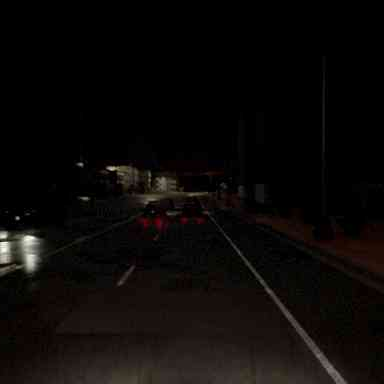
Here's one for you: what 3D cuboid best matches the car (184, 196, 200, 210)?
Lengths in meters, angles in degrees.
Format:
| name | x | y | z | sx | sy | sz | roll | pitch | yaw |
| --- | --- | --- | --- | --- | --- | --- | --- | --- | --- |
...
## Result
| name | x | y | z | sx | sy | sz | roll | pitch | yaw |
| --- | --- | --- | --- | --- | --- | --- | --- | --- | --- |
| car | 0.048 | 1.473 | 46.327 | 2.097 | 1.767 | 4.553 | 0 | 0 | 1 |

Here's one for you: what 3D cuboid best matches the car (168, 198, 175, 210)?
| name | x | y | z | sx | sy | sz | roll | pitch | yaw |
| --- | --- | --- | --- | --- | --- | --- | --- | --- | --- |
| car | -3.448 | 1.616 | 45.862 | 1.837 | 1.490 | 4.892 | 0 | 0 | 1 |

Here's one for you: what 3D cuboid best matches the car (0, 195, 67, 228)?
| name | x | y | z | sx | sy | sz | roll | pitch | yaw |
| --- | --- | --- | --- | --- | --- | --- | --- | --- | --- |
| car | -10.505 | 1.238 | 22.825 | 2.150 | 2.045 | 5.566 | 0 | 0 | 0 |

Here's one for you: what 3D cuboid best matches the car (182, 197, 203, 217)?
| name | x | y | z | sx | sy | sz | roll | pitch | yaw |
| --- | --- | --- | --- | --- | --- | --- | --- | --- | --- |
| car | 0.018 | 1.552 | 32.877 | 1.882 | 1.535 | 5.008 | 0 | 0 | 0 |

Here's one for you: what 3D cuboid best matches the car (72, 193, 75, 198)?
| name | x | y | z | sx | sy | sz | roll | pitch | yaw |
| --- | --- | --- | --- | --- | --- | --- | --- | --- | --- |
| car | -29.469 | 0.740 | 79.869 | 1.970 | 1.475 | 3.806 | 0 | 2 | 0 |

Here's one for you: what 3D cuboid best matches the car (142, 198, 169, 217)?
| name | x | y | z | sx | sy | sz | roll | pitch | yaw |
| --- | --- | --- | --- | --- | --- | --- | --- | --- | --- |
| car | -3.489 | 1.589 | 31.835 | 1.812 | 1.442 | 4.674 | 0 | 0 | 0 |
